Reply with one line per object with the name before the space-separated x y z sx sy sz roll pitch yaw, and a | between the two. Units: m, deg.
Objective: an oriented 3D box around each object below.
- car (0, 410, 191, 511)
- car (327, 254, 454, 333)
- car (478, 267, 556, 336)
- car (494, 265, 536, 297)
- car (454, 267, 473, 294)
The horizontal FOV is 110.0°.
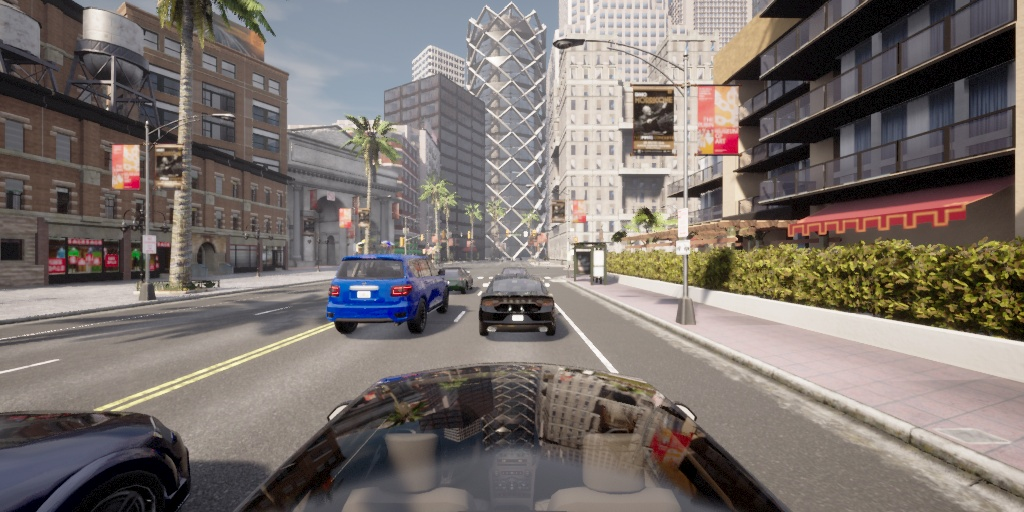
car | -3.341 1.314 0.867 1.994 1.385 4.181 0 0 0
car | -3.376 0.971 10.876 2.150 2.045 5.566 0 0 0
car | 0.131 1.228 10.471 1.882 1.535 5.008 0 0 0
car | 0.144 1.297 20.061 2.033 1.411 5.357 0 0 0
car | -3.350 1.314 20.235 1.994 1.385 4.181 0 0 0
